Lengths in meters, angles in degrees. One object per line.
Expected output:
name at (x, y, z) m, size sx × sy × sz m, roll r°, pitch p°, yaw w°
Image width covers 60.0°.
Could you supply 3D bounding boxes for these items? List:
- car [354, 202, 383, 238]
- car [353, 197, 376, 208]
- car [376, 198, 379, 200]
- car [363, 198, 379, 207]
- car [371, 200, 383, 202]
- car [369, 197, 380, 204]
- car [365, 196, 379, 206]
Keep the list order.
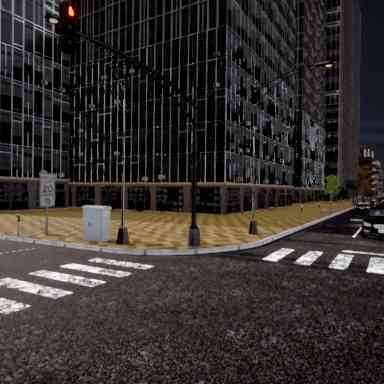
car at (9.886, 1.513, 17.119) m, size 2.128 × 1.511 × 4.902 m, roll 1°, pitch 0°, yaw 31°
car at (19.780, 1.597, 38.406) m, size 2.008 × 1.369 × 4.403 m, roll 1°, pitch 0°, yaw 31°
car at (20.319, 1.551, 34.316) m, size 1.882 × 1.535 × 5.008 m, roll 1°, pitch 0°, yaw 31°
car at (28.415, 1.639, 52.792) m, size 2.008 × 1.369 × 4.403 m, roll 1°, pitch 0°, yaw 31°
car at (14.863, 1.571, 25.360) m, size 1.812 × 1.442 × 4.674 m, roll 1°, pitch 0°, yaw 31°
car at (36.940, 1.711, 67.245) m, size 1.802 × 1.307 × 4.206 m, roll 1°, pitch 0°, yaw 31°
car at (31.254, 1.542, 57.610) m, size 1.967 × 1.590 × 4.097 m, roll 1°, pitch 0°, yaw 31°
